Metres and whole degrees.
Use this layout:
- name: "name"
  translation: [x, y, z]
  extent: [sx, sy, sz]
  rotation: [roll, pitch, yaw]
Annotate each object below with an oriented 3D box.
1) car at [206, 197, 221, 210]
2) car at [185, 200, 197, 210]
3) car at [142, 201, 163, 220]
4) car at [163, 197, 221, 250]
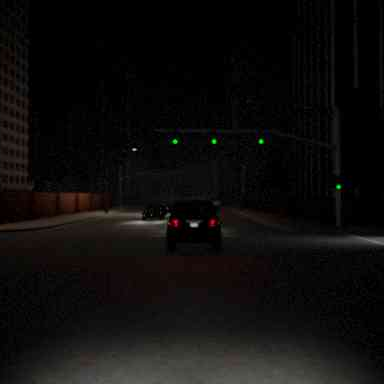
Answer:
- name: "car"
  translation: [3.410, 1.789, 53.495]
  extent: [2.150, 2.045, 5.566]
  rotation: [0, -1, 0]
- name: "car"
  translation: [-0.090, 2.074, 53.456]
  extent: [1.837, 1.490, 4.892]
  rotation: [0, -1, 0]
- name: "car"
  translation: [-3.647, 1.856, 32.264]
  extent: [1.837, 1.490, 4.892]
  rotation: [0, -1, 0]
- name: "car"
  translation: [0.074, 1.367, 15.131]
  extent: [2.150, 2.045, 5.566]
  rotation: [0, -1, 0]
